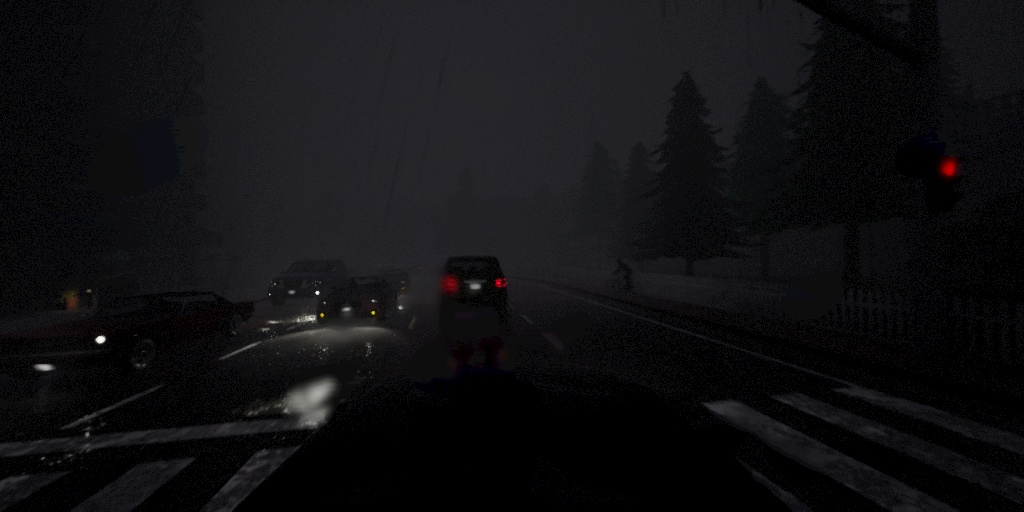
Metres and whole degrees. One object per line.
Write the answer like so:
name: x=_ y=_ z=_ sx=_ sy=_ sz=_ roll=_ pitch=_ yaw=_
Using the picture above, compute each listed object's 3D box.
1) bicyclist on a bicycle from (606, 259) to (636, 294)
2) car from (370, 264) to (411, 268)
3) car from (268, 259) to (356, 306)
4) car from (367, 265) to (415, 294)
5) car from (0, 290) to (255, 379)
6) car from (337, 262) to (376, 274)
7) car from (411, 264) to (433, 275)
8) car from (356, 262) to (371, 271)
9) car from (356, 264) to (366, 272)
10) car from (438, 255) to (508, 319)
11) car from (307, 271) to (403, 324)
bicyclist on a bicycle: x=5.188 y=0.960 z=16.868 sx=1.656 sy=1.620 sz=0.582 roll=-1 pitch=0 yaw=-10
car: x=-10.322 y=1.518 z=30.237 sx=1.994 sy=1.385 sz=4.181 roll=-1 pitch=0 yaw=-31
car: x=-9.652 y=1.158 z=17.596 sx=2.150 sy=2.045 sz=5.566 roll=-1 pitch=0 yaw=-11
car: x=-6.897 y=1.451 z=20.863 sx=1.994 sy=1.385 sz=4.181 roll=-1 pitch=0 yaw=-13
car: x=-7.952 y=1.503 z=7.988 sx=1.895 sy=1.301 sz=4.718 roll=-1 pitch=0 yaw=-10
car: x=-21.074 y=1.640 z=48.420 sx=5.008 sy=1.535 sz=1.882 roll=-1 pitch=0 yaw=23
car: x=-11.561 y=1.583 z=42.620 sx=4.718 sy=1.301 sz=1.895 roll=-1 pitch=0 yaw=40
car: x=-17.217 y=1.635 z=42.610 sx=5.357 sy=1.411 sz=2.033 roll=-1 pitch=0 yaw=33
car: x=-12.542 y=1.559 z=27.037 sx=1.994 sy=1.385 sz=4.181 roll=-1 pitch=0 yaw=-28
car: x=-1.525 y=1.005 z=13.262 sx=2.150 sy=2.045 sz=5.566 roll=-1 pitch=0 yaw=-10
car: x=-5.249 y=1.417 z=12.623 sx=1.994 sy=1.385 sz=4.181 roll=-1 pitch=0 yaw=-10
